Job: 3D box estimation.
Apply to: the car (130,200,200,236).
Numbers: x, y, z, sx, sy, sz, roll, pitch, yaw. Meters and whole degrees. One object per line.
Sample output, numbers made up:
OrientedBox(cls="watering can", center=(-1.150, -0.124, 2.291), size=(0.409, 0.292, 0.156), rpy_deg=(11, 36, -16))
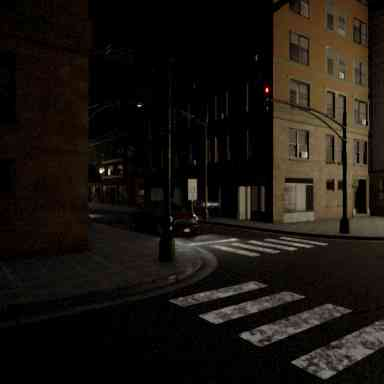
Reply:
OrientedBox(cls="car", center=(-1.546, 1.269, 17.984), size=(2.097, 1.767, 4.553), rpy_deg=(0, 0, -36))

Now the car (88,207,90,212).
OrientedBox(cls="car", center=(-11.520, 1.374, 31.967), size=(2.033, 1.411, 5.357), rpy_deg=(0, 0, -35))
